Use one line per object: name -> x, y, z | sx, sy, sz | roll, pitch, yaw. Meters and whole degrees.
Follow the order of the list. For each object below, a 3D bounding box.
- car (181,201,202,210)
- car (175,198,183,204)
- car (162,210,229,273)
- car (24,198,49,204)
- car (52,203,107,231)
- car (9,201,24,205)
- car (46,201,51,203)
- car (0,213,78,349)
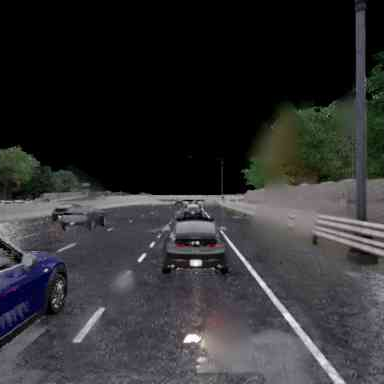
car -> 0.095, 1.850, 34.323 | 1.812, 1.442, 4.674 | 0, -1, 0
car -> -3.513, 2.566, 93.514 | 2.097, 1.767, 4.553 | 0, -1, 0
car -> 0.098, 1.558, 10.828 | 1.837, 1.490, 4.892 | 0, 0, 0
car -> -24.507, 1.667, 53.725 | 2.097, 1.767, 4.553 | 0, -1, 0
car -> -6.903, 1.646, 21.605 | 2.128, 1.511, 4.902 | 0, -1, 0
car -> -28.007, 2.205, 53.679 | 1.994, 1.385, 4.181 | 0, -1, 0
car -> -10.404, 1.750, 28.662 | 1.837, 1.490, 4.892 | 0, -1, 0
car -> -3.500, 1.368, 4.747 | 2.097, 1.767, 4.553 | 0, 0, 0
